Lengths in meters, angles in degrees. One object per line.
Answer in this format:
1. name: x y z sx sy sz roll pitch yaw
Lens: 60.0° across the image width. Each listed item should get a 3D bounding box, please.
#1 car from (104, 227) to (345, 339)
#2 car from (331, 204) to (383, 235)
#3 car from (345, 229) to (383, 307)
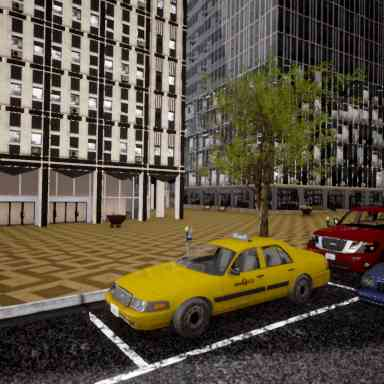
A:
1. car: 0.770 1.529 6.574 4.829 1.417 1.752 0 1 -35
2. car: 5.609 1.323 9.835 5.009 1.841 2.192 0 1 -34
3. car: 5.698 1.552 6.930 5.357 1.411 2.033 0 0 -34
